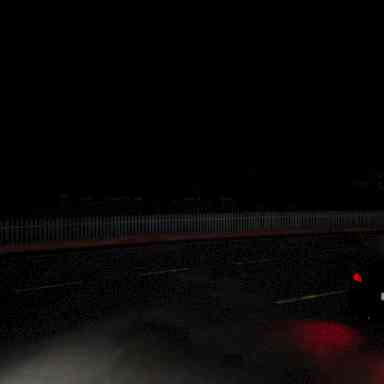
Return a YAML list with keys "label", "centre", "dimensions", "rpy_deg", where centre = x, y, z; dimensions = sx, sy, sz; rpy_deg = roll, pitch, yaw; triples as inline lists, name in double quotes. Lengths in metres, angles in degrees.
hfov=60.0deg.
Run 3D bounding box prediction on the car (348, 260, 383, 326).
- label: "car"
  centre: [4.804, 1.564, 5.766]
  dimensions: [4.181, 1.385, 1.994]
  rpy_deg: [0, 0, -24]
